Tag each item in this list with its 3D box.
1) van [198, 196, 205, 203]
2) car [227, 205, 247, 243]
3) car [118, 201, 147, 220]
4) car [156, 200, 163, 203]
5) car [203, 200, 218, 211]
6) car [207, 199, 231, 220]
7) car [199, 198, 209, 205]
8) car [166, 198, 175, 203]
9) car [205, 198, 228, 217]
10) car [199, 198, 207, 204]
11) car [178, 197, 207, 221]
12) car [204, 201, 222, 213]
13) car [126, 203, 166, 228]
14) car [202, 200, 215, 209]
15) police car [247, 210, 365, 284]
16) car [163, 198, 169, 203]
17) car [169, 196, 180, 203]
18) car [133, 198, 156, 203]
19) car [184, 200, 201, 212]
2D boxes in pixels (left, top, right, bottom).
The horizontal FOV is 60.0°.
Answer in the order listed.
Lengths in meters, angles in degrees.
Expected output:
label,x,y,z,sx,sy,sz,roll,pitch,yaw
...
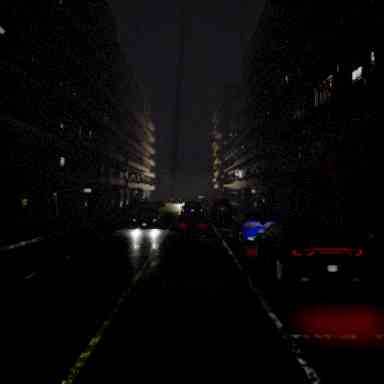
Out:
label,x,y,z,sx,sy,sz,roll,pitch,yaw
van,2.689,2.104,93.430,1.690,1.788,3.998,-1,0,0
car,3.142,1.627,16.894,1.882,1.535,5.008,0,-1,0
car,-5.699,1.816,31.063,1.887,1.381,4.507,-1,0,0
car,-5.696,1.956,48.056,1.887,1.381,4.507,-1,0,0
car,2.652,1.957,48.114,1.887,1.381,4.507,-1,0,0
car,2.645,1.587,31.122,2.192,1.841,5.009,-1,0,0
car,2.689,2.187,76.435,2.008,1.369,4.403,-1,0,0
car,-5.689,2.272,87.710,2.008,1.369,4.403,-1,0,0
car,2.646,1.634,36.787,2.192,1.841,5.009,-1,0,0
car,2.691,2.261,82.099,1.802,1.307,4.206,-1,0,0
car,0.059,1.617,30.413,2.097,1.767,4.553,0,-1,0
car,2.651,1.932,42.449,1.947,1.339,4.313,-1,0,0
car,-3.097,1.760,24.260,2.033,1.411,5.357,0,0,0
car,2.658,2.023,53.778,1.947,1.339,4.313,-1,0,0
police car,3.135,1.514,10.003,1.930,1.638,5.238,0,-1,0
car,-5.693,2.068,59.386,1.947,1.339,4.313,-1,0,0
car,-2.990,1.558,65.378,2.097,1.767,4.553,0,0,0
car,-5.701,1.634,36.728,2.192,1.841,5.009,-1,0,0
car,0.078,1.879,45.238,2.128,1.511,4.902,0,-1,0
